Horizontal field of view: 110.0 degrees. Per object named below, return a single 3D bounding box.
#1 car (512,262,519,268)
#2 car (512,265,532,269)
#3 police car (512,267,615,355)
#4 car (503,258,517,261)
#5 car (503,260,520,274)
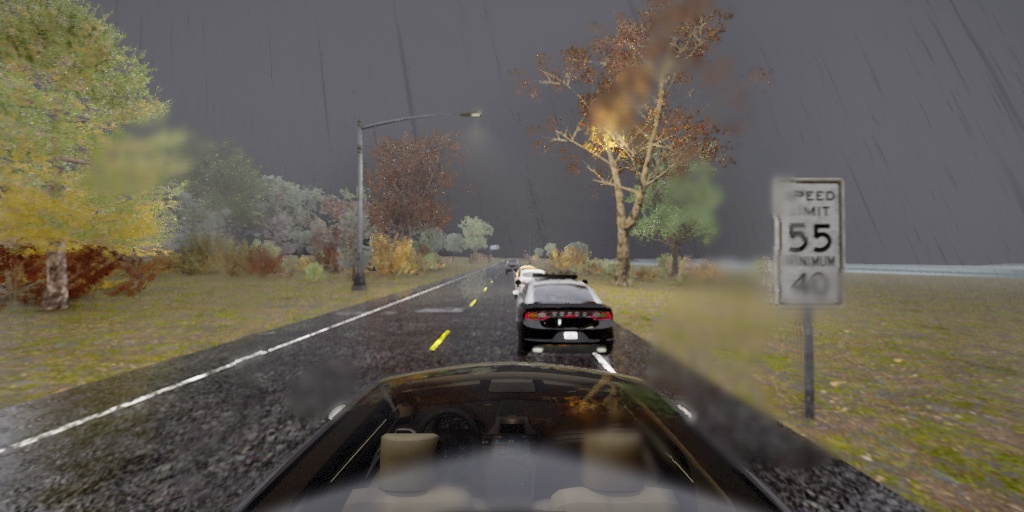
[{"bbox_3d":[1.070,1.386,25.057,1.801,1.575,5.366,0,0,0],"label":"car"},{"bbox_3d":[1.056,1.409,18.867,1.812,1.442,4.674,0,0,0],"label":"car"},{"bbox_3d":[1.048,1.232,8.984,1.930,1.638,5.238,0,0,0],"label":"police car"},{"bbox_3d":[0.098,1.422,61.319,2.150,2.045,5.566,0,0,0],"label":"car"},{"bbox_3d":[0.098,1.610,48.134,1.837,1.490,4.892,0,0,1],"label":"car"}]
